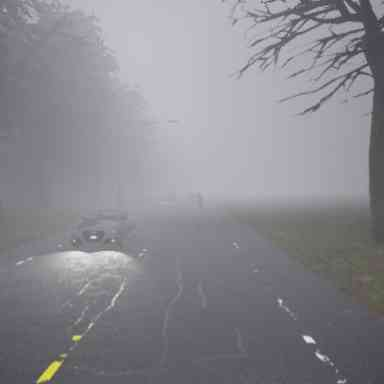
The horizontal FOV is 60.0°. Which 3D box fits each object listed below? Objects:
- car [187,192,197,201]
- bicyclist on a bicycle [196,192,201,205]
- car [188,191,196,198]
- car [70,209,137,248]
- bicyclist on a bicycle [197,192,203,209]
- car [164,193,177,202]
[{"bbox_3d":[0.040,0.895,59.191,2.033,1.411,5.357,0,1,1],"label":"car"},{"bbox_3d":[0.978,0.881,47.335,0.659,1.776,1.843,0,1,0],"label":"bicyclist on a bicycle"},{"bbox_3d":[0.027,0.626,75.811,1.812,1.442,4.674,0,1,0],"label":"car"},{"bbox_3d":[-3.595,1.448,14.117,1.994,1.385,4.181,0,1,0],"label":"car"},{"bbox_3d":[0.978,1.076,36.920,0.866,1.612,1.509,0,1,0],"label":"bicyclist on a bicycle"},{"bbox_3d":[-3.539,0.945,55.668,2.033,1.411,5.357,0,1,1],"label":"car"}]
